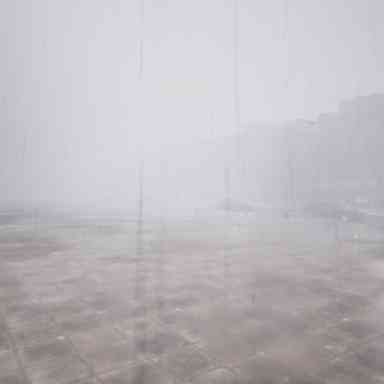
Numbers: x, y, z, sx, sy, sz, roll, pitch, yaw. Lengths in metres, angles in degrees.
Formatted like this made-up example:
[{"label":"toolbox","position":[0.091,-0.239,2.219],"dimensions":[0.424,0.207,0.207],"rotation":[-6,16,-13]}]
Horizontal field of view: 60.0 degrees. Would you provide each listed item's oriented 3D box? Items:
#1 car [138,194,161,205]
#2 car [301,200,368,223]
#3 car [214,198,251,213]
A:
[{"label":"car","position":[-6.344,1.080,49.480],"dimensions":[2.128,1.511,4.902],"rotation":[-2,2,-35]},{"label":"car","position":[10.690,1.426,25.273],"dimensions":[1.837,1.490,4.892],"rotation":[-2,2,-35]},{"label":"car","position":[4.168,1.361,34.517],"dimensions":[1.994,1.385,4.181],"rotation":[-2,1,-35]}]
